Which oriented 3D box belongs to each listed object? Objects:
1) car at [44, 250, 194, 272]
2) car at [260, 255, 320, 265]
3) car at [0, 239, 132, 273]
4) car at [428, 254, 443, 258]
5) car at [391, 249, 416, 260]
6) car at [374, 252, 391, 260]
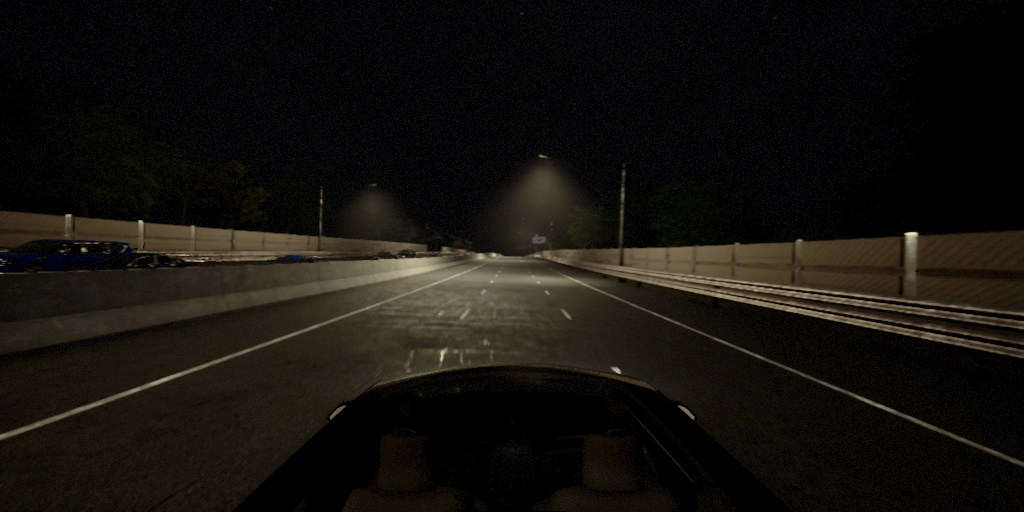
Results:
[{"bbox_3d":[-17.356,0.632,16.518,1.837,1.490,4.892,2,0,0],"label":"car"},{"bbox_3d":[-13.816,0.714,22.523,1.882,1.535,5.008,2,0,1],"label":"car"},{"bbox_3d":[-20.844,0.222,16.578,2.150,2.045,5.566,2,0,0],"label":"car"},{"bbox_3d":[-13.514,0.318,63.555,2.033,1.411,5.357,2,1,1],"label":"car"},{"bbox_3d":[-17.046,-0.016,57.691,2.150,2.045,5.566,2,1,1],"label":"car"},{"bbox_3d":[-20.554,0.118,57.742,1.837,1.490,4.892,2,1,1],"label":"car"}]
